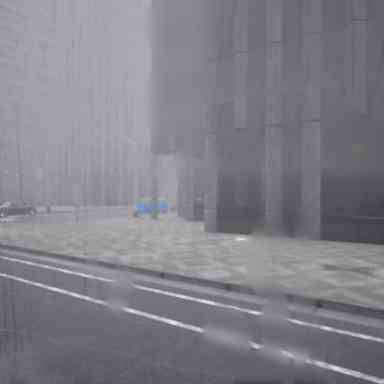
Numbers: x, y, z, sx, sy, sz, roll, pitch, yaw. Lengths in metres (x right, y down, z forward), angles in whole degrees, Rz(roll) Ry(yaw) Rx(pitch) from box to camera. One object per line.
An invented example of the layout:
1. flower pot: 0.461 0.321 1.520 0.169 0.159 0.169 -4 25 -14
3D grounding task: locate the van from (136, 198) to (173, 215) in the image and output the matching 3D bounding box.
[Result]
1. van: -4.271 1.564 36.446 1.690 1.788 3.998 1 0 36

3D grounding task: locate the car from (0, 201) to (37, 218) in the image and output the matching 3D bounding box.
1. car: -17.558 1.624 32.623 1.967 1.590 4.097 1 0 36

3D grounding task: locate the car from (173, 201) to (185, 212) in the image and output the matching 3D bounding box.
1. car: -1.083 1.799 40.856 1.802 1.307 4.206 1 0 36
